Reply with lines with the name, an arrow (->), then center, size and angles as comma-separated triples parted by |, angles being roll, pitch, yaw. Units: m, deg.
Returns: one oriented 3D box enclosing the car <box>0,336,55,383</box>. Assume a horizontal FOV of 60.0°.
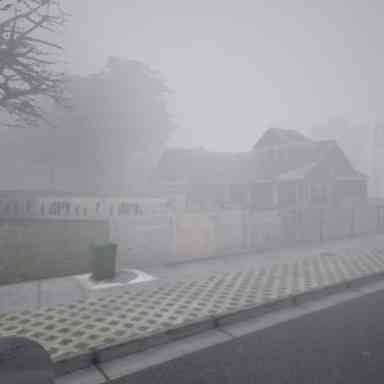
car -> -2.932, 1.493, 0.949 | 4.892, 1.490, 1.837 | 0, 0, -36
